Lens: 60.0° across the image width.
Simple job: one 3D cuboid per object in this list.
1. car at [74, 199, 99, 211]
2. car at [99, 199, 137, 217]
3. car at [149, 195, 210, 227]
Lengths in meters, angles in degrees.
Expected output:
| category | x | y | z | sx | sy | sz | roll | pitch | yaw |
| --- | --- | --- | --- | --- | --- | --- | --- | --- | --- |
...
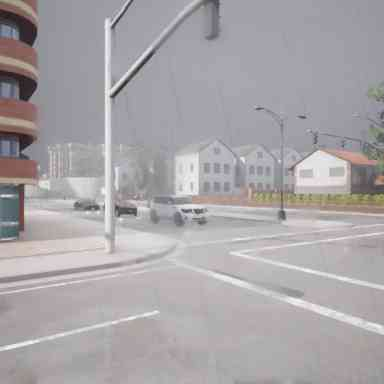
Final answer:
| category | x | y | z | sx | sy | sz | roll | pitch | yaw |
| --- | --- | --- | --- | --- | --- | --- | --- | --- | --- |
| car | -13.002 | 1.547 | 40.815 | 2.033 | 1.411 | 5.357 | 0 | 0 | -35 |
| car | -6.959 | 1.476 | 32.054 | 1.882 | 1.535 | 5.008 | 0 | 0 | -34 |
| car | -1.053 | 1.221 | 23.514 | 2.150 | 2.045 | 5.566 | 0 | 0 | -35 |
